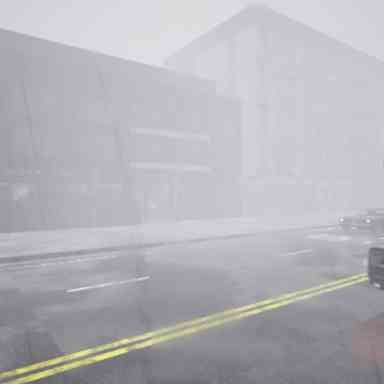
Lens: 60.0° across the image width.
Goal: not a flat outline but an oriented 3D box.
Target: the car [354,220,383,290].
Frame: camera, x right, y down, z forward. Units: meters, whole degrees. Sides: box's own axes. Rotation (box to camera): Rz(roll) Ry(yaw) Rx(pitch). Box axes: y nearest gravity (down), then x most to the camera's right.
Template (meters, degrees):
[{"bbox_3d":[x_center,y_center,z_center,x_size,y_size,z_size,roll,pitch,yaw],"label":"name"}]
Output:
[{"bbox_3d":[6.089,1.483,7.789,5.008,1.535,1.882,0,0,-35],"label":"car"}]

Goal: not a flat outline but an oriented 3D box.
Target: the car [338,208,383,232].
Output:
[{"bbox_3d":[10.510,1.610,19.169,4.718,1.301,1.895,0,0,-36],"label":"car"}]
